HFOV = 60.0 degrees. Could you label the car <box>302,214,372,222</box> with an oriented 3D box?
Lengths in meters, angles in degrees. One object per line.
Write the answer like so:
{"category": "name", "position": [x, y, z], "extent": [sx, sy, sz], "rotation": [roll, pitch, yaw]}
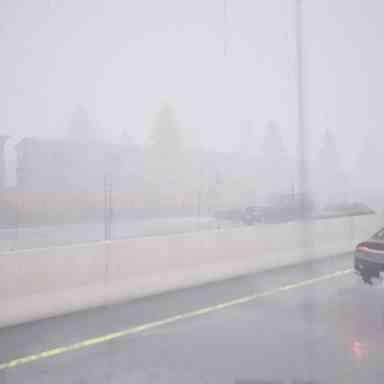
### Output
{"category": "car", "position": [8.310, 1.305, 18.524], "extent": [4.892, 1.490, 1.837], "rotation": [-1, 0, -35]}

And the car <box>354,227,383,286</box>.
{"category": "car", "position": [5.764, 1.386, 7.861], "extent": [4.902, 1.511, 2.128], "rotation": [-1, 0, -36]}
